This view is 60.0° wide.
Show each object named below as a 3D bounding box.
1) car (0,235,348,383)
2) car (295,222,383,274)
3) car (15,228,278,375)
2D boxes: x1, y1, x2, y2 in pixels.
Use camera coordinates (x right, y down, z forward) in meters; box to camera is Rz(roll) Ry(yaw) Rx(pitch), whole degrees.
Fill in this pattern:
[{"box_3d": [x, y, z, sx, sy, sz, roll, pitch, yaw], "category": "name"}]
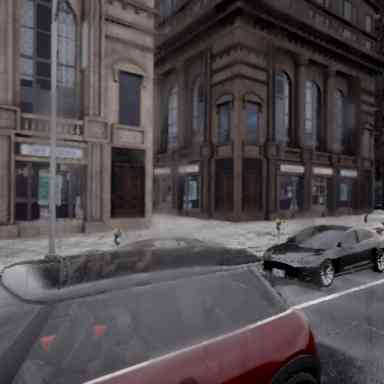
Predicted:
[{"box_3d": [-1.028, 1.356, 2.645, 4.553, 1.767, 2.097, 0, 0, -36], "category": "car"}, {"box_3d": [3.897, 1.625, 9.442, 4.313, 1.339, 1.947, 0, 0, -36], "category": "car"}, {"box_3d": [-0.658, 1.572, 6.181, 4.403, 1.369, 2.008, 0, 0, -36], "category": "car"}]
